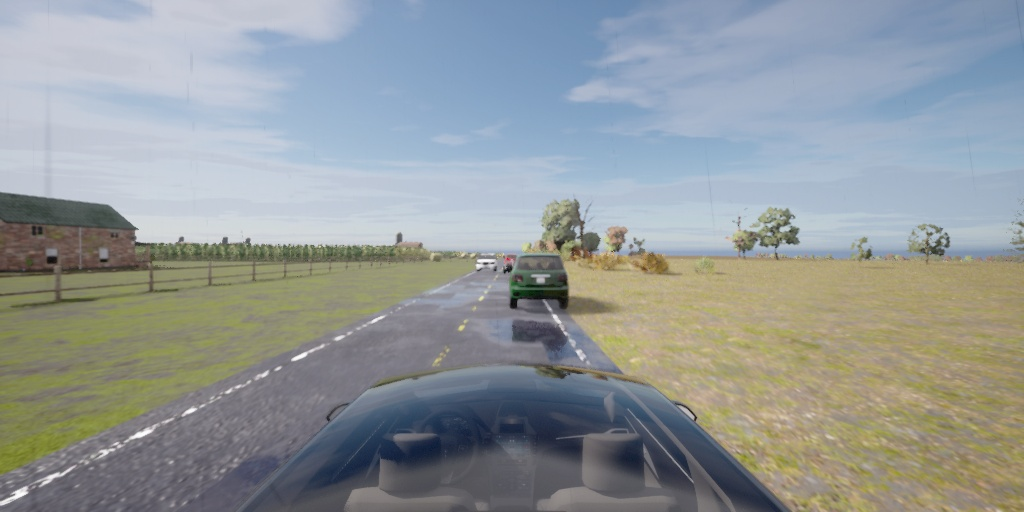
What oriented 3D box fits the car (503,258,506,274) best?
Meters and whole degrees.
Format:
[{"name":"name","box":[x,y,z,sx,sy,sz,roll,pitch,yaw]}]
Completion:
[{"name":"car","box":[0.060,1.138,37.579,1.895,1.301,4.718,0,0,1]}]

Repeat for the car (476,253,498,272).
[{"name":"car","box":[-2.828,0.735,41.052,2.150,2.045,5.566,0,1,0]}]

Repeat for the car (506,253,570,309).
[{"name":"car","box":[0.967,0.897,14.727,2.150,2.045,5.566,0,0,0]}]
